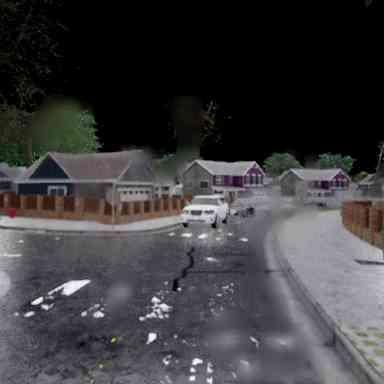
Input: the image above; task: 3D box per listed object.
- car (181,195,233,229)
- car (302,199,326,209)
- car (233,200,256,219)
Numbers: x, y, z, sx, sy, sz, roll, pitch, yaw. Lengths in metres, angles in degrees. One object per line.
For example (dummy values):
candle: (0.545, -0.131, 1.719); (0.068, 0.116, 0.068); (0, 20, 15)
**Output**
car: (1.013, 1.229, 22.405); (2.150, 2.045, 5.566); (0, 0, 17)
car: (18.601, 1.796, 50.752); (1.895, 1.301, 4.718); (1, 0, 45)
car: (4.452, 1.530, 30.256); (2.128, 1.511, 4.902); (0, 0, 25)
